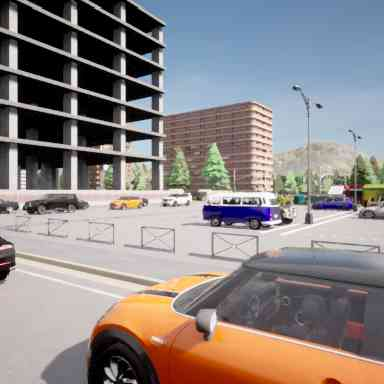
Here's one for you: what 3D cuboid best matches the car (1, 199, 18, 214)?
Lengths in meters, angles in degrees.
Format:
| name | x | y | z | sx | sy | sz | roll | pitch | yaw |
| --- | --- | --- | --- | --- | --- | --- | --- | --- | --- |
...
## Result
| name | x | y | z | sx | sy | sz | roll | pitch | yaw |
| --- | --- | --- | --- | --- | --- | --- | --- | --- | --- |
| car | -19.556 | 1.436 | 32.578 | 2.128 | 1.511 | 4.902 | 0 | 0 | 36 |

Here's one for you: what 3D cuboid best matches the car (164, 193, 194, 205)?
| name | x | y | z | sx | sy | sz | roll | pitch | yaw |
| --- | --- | --- | --- | --- | --- | --- | --- | --- | --- |
| car | -2.185 | 1.166 | 57.103 | 2.150 | 2.045 | 5.566 | 0 | 0 | 36 |

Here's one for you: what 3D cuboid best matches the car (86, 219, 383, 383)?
| name | x | y | z | sx | sy | sz | roll | pitch | yaw |
| --- | --- | --- | --- | --- | --- | --- | --- | --- | --- |
| car | 1.036 | 1.352 | 3.250 | 4.553 | 1.767 | 2.097 | 0 | 0 | 35 |

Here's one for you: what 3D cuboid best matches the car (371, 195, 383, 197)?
| name | x | y | z | sx | sy | sz | roll | pitch | yaw |
| --- | --- | --- | --- | --- | --- | --- | --- | --- | --- |
| car | 17.819 | 1.153 | 29.367 | 4.605 | 1.855 | 1.932 | 0 | 0 | 36 |

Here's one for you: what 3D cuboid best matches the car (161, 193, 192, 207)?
| name | x | y | z | sx | sy | sz | roll | pitch | yaw |
| --- | --- | --- | --- | --- | --- | --- | --- | --- | --- |
| car | -2.297 | 1.166 | 50.921 | 2.150 | 2.045 | 5.566 | 0 | 0 | 35 |

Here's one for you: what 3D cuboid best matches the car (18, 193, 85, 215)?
| name | x | y | z | sx | sy | sz | roll | pitch | yaw |
| --- | --- | --- | --- | --- | --- | --- | --- | --- | --- |
| car | -14.250 | 1.166 | 34.009 | 2.150 | 2.045 | 5.566 | 0 | 0 | 35 |

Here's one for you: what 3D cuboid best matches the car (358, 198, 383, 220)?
| name | x | y | z | sx | sy | sz | roll | pitch | yaw |
| --- | --- | --- | --- | --- | --- | --- | --- | --- | --- |
| car | 14.613 | 1.395 | 24.802 | 3.806 | 1.475 | 1.970 | 0 | 0 | 36 |

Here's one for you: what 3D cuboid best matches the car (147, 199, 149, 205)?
| name | x | y | z | sx | sy | sz | roll | pitch | yaw |
| --- | --- | --- | --- | --- | --- | --- | --- | --- | --- |
| car | -8.390 | 1.436 | 48.379 | 2.128 | 1.511 | 4.902 | 0 | 0 | 35 |

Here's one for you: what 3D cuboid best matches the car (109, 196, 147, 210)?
| name | x | y | z | sx | sy | sz | roll | pitch | yaw |
| --- | --- | --- | --- | --- | --- | --- | --- | --- | --- |
| car | -8.373 | 1.297 | 42.337 | 2.097 | 1.767 | 4.553 | 0 | 0 | 35 |

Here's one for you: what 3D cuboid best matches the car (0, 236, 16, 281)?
| name | x | y | z | sx | sy | sz | roll | pitch | yaw |
| --- | --- | --- | --- | --- | --- | --- | --- | --- | --- |
| car | -6.477 | 1.492 | 8.564 | 4.902 | 1.511 | 2.128 | 0 | 0 | 35 |

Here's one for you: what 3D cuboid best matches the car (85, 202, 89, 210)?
| name | x | y | z | sx | sy | sz | roll | pitch | yaw |
| --- | --- | --- | --- | --- | --- | --- | --- | --- | --- |
| car | -14.414 | 1.508 | 39.852 | 1.994 | 1.385 | 4.181 | 0 | 0 | 35 |
